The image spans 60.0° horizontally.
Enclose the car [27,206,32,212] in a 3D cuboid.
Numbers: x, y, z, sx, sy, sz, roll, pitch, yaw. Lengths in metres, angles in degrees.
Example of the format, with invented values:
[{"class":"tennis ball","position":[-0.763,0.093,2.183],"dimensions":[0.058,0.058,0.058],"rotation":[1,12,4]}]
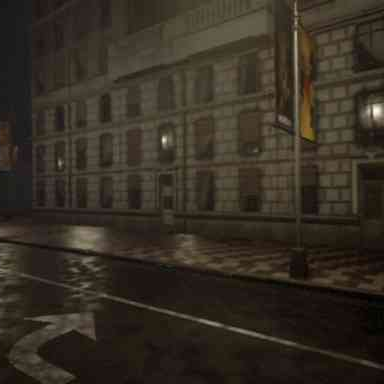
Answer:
[{"class":"car","position":[-20.053,2.098,45.904],"dimensions":[1.895,1.301,4.718],"rotation":[-1,0,36]}]
